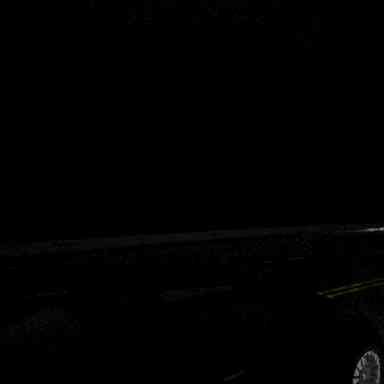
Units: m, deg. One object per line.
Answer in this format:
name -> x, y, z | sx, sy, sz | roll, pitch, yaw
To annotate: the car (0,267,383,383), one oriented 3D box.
car -> 0.043, 1.537, 3.324 | 4.674, 1.442, 1.812 | 1, 0, -34
